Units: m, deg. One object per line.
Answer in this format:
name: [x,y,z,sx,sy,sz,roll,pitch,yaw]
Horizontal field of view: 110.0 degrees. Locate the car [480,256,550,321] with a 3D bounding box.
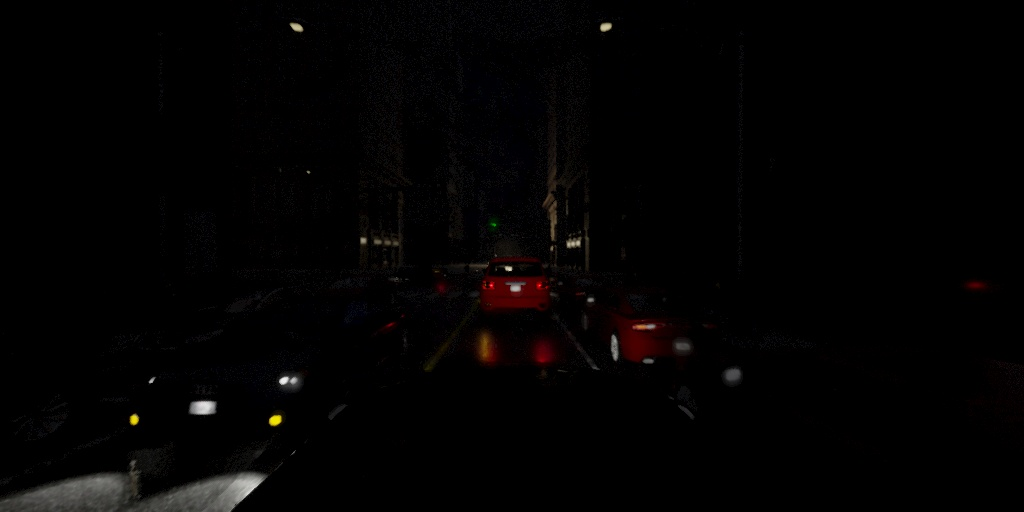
car: [0.104,1.035,12.927,2.150,2.045,5.566,0,0,0]

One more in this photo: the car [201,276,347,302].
car: [-5.764,1.336,8.002,2.007,1.370,4.403,0,0,0]

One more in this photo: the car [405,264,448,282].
car: [-7.531,1.371,30.243,4.674,1.442,1.812,0,0,27]

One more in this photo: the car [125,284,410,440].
car: [-3.053,1.336,5.552,1.994,1.385,4.181,0,0,0]

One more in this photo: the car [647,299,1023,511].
car: [2.762,1.300,2.496,1.888,1.381,4.507,0,0,0]

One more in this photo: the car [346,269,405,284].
car: [-5.764,1.361,13.507,1.888,1.381,4.507,0,0,0]

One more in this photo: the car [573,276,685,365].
car: [2.762,1.331,8.002,1.888,1.381,4.507,0,0,0]

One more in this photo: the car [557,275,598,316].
car: [2.762,1.361,13.507,1.888,1.381,4.507,0,0,0]

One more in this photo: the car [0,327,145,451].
car: [-5.764,1.320,2.497,1.948,1.339,4.313,0,0,0]
